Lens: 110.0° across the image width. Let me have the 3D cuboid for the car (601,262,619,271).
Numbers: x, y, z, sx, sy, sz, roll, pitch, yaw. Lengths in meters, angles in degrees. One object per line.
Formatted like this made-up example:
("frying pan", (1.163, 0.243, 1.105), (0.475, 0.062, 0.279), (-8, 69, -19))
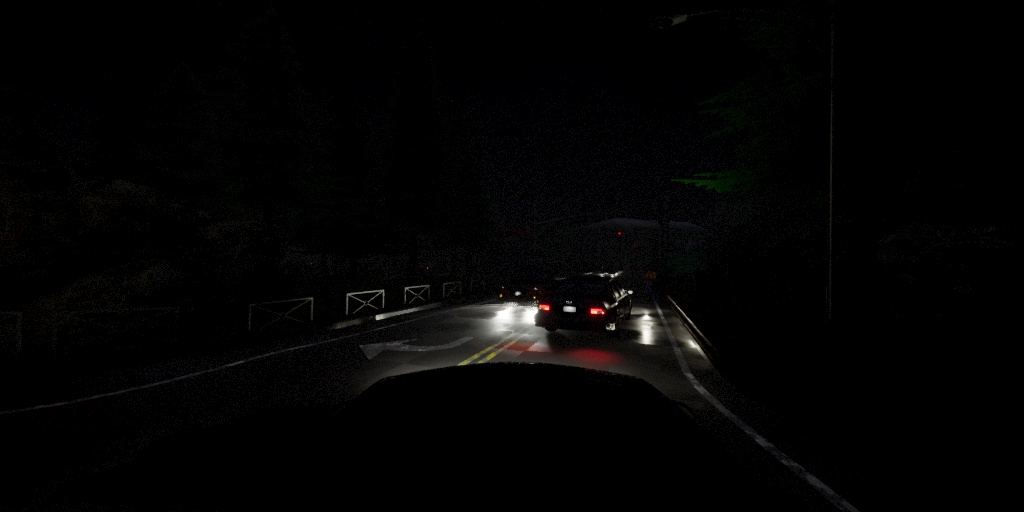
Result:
("car", (15.578, 1.989, 57.917), (2.097, 1.767, 4.553), (1, -1, 20))

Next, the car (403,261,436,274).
("car", (-12.339, 1.474, 47.222), (4.553, 1.767, 2.097), (1, -1, 20))

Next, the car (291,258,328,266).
("car", (-31.188, 1.220, 55.104), (4.553, 1.767, 2.097), (1, -1, 27))

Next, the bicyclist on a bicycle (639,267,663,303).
("bicyclist on a bicycle", (6.417, 1.351, 16.487), (1.656, 1.620, 0.582), (1, -1, -31))

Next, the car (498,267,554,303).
("car", (0.887, 1.354, 16.266), (1.994, 1.385, 4.181), (1, -1, 20))

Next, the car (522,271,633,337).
("car", (2.296, 1.283, 10.277), (2.033, 1.411, 5.357), (1, -1, 24))

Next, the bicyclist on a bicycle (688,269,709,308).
("bicyclist on a bicycle", (7.863, 1.363, 15.105), (1.656, 1.620, 0.582), (1, -1, -34))
